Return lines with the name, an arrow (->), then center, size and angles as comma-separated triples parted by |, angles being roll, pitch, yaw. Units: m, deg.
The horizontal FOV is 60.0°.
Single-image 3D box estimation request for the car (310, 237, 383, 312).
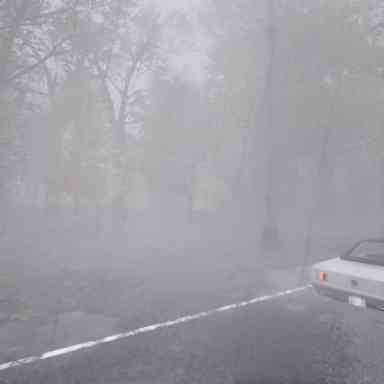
car -> 4.695, 1.636, 7.091 | 4.718, 1.301, 1.895 | 0, 0, -35
